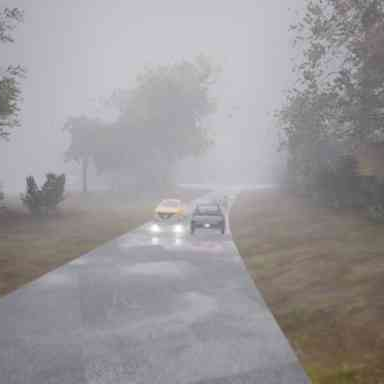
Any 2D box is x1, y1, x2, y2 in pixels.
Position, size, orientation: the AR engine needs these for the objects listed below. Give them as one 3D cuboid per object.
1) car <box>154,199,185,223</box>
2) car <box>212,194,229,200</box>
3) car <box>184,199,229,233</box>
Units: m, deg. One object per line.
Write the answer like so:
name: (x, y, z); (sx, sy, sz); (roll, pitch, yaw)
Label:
car: (-1.508, 1.282, 24.609); (1.882, 1.535, 5.008); (1, 1, 6)
car: (3.239, 0.925, 38.648); (2.033, 1.411, 5.357); (1, 3, 9)
car: (0.956, 1.422, 19.092); (2.128, 1.511, 4.902); (0, 1, 4)
